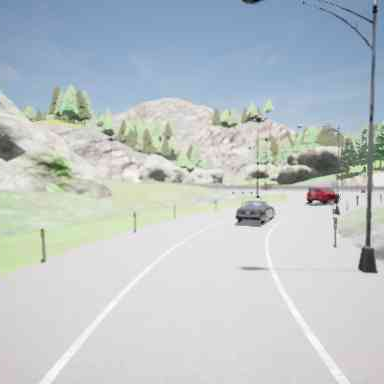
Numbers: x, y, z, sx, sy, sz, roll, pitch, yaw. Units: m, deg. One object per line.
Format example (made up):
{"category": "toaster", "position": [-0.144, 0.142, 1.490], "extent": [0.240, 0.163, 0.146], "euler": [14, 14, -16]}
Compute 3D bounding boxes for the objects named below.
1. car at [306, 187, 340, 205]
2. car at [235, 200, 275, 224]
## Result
{"category": "car", "position": [15.657, 0.374, 39.559], "extent": [2.150, 2.045, 5.566], "euler": [3, 4, 45]}
{"category": "car", "position": [4.450, 1.291, 22.944], "extent": [2.033, 1.411, 5.357], "euler": [1, 2, 23]}
